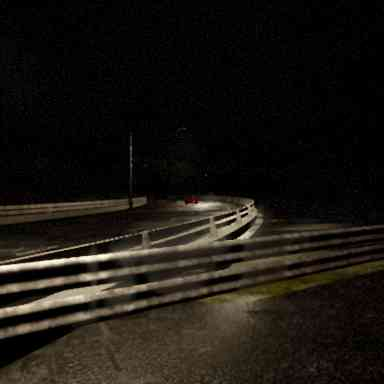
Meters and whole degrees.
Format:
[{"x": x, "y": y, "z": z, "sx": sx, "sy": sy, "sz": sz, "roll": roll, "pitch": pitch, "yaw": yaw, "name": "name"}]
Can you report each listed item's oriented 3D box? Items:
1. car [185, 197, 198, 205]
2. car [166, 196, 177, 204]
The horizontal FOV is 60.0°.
[{"x": -0.104, "y": 1.500, "z": 58.383, "sx": 1.994, "sy": 1.385, "sz": 4.181, "roll": 0, "pitch": 0, "yaw": -5, "name": "car"}, {"x": -3.764, "y": 1.426, "z": 61.047, "sx": 2.128, "sy": 1.511, "sz": 4.902, "roll": 0, "pitch": 0, "yaw": -5, "name": "car"}]
